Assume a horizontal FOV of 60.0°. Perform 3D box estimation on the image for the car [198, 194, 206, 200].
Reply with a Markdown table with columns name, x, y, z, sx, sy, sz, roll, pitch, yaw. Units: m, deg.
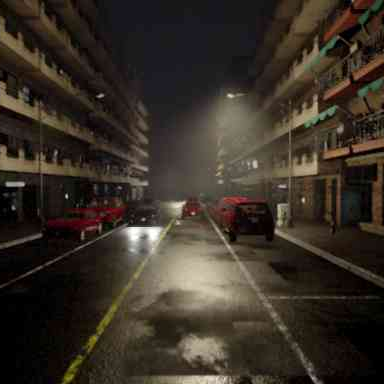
| name | x | y | z | sx | sy | sz | roll | pitch | yaw |
| --- | --- | --- | --- | --- | --- | --- | --- | --- | --- |
| car | 2.669 | 1.298 | 89.993 | 1.967 | 1.590 | 4.097 | -1 | 0 | 0 |

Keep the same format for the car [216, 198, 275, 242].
| name | x | y | z | sx | sy | sz | roll | pitch | yaw |
| --- | --- | --- | --- | --- | --- | --- | --- | --- | --- |
| car | 2.639 | 1.301 | 16.353 | 2.192 | 1.841 | 5.009 | -1 | 0 | 0 |

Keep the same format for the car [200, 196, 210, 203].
| name | x | y | z | sx | sy | sz | roll | pitch | yaw |
| --- | --- | --- | --- | --- | --- | --- | --- | --- | --- |
| car | 2.672 | 1.491 | 67.334 | 1.802 | 1.307 | 4.206 | -1 | 0 | 0 |

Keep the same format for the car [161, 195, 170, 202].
| name | x | y | z | sx | sy | sz | roll | pitch | yaw |
| --- | --- | --- | --- | --- | --- | --- | --- | --- | --- |
| car | -5.708 | 1.448 | 72.942 | 2.008 | 1.369 | 4.403 | -1 | 0 | 0 |

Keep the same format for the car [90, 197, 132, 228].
| name | x | y | z | sx | sy | sz | roll | pitch | yaw |
| --- | --- | --- | --- | --- | --- | --- | --- | --- | --- |
| car | -5.709 | 1.294 | 21.957 | 2.192 | 1.841 | 5.009 | -1 | 0 | 0 |

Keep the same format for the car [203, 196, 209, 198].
| name | x | y | z | sx | sy | sz | roll | pitch | yaw |
| --- | --- | --- | --- | --- | --- | --- | --- | --- | --- |
| car | 2.647 | 1.522 | 39.011 | 1.947 | 1.339 | 4.313 | -1 | 0 | 0 |

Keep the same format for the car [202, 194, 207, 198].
| name | x | y | z | sx | sy | sz | roll | pitch | yaw |
| --- | --- | --- | --- | --- | --- | --- | --- | --- | --- |
| car | 2.675 | 1.495 | 56.004 | 1.947 | 1.339 | 4.313 | -1 | 0 | 0 |

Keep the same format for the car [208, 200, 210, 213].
| name | x | y | z | sx | sy | sz | roll | pitch | yaw |
| --- | --- | --- | --- | --- | --- | --- | --- | --- | --- |
| car | 2.642 | 1.538 | 27.682 | 1.947 | 1.339 | 4.313 | -1 | 0 | 0 |

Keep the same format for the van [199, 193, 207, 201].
| name | x | y | z | sx | sy | sz | roll | pitch | yaw |
| --- | --- | --- | --- | --- | --- | --- | --- | --- | --- |
| van | 2.668 | 1.226 | 78.663 | 1.690 | 1.788 | 3.998 | -1 | 0 | 0 |

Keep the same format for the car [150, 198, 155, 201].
| name | x | y | z | sx | sy | sz | roll | pitch | yaw |
| --- | --- | --- | --- | --- | --- | --- | --- | --- | --- |
| car | -5.706 | 1.513 | 44.618 | 1.947 | 1.339 | 4.313 | -1 | 0 | 0 |

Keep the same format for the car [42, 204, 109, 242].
| name | x | y | z | sx | sy | sz | roll | pitch | yaw |
| --- | --- | --- | --- | --- | --- | --- | --- | --- | --- |
| car | -5.704 | 1.530 | 16.294 | 1.887 | 1.381 | 4.507 | -1 | 0 | 0 |

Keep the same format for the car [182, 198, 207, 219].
| name | x | y | z | sx | sy | sz | roll | pitch | yaw |
| --- | --- | --- | --- | --- | --- | --- | --- | --- | --- |
| car | 0.098 | 1.497 | 28.389 | 1.812 | 1.442 | 4.674 | 0 | 0 | 0 |

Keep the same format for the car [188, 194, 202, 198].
| name | x | y | z | sx | sy | sz | roll | pitch | yaw |
| --- | --- | --- | --- | --- | --- | --- | --- | --- | --- |
| car | 0.096 | 1.449 | 45.862 | 1.837 | 1.490 | 4.892 | 0 | 0 | 0 |

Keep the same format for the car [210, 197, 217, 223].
| name | x | y | z | sx | sy | sz | roll | pitch | yaw |
| --- | --- | --- | --- | --- | --- | --- | --- | --- | --- |
| car | 2.638 | 1.294 | 22.018 | 2.192 | 1.841 | 5.009 | -1 | 0 | 0 |

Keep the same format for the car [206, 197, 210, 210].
| name | x | y | z | sx | sy | sz | roll | pitch | yaw |
| --- | --- | --- | --- | --- | --- | --- | --- | --- | --- |
| car | 2.642 | 1.509 | 33.347 | 1.887 | 1.381 | 4.507 | -1 | 0 | 0 |

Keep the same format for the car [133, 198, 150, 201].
| name | x | y | z | sx | sy | sz | roll | pitch | yaw |
| --- | --- | --- | --- | --- | --- | --- | --- | --- | --- |
| car | -5.706 | 1.509 | 33.287 | 1.887 | 1.381 | 4.507 | -1 | 0 | 0 |

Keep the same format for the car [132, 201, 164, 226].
| name | x | y | z | sx | sy | sz | roll | pitch | yaw |
| --- | --- | --- | --- | --- | --- | --- | --- | --- | --- |
| car | -3.078 | 1.542 | 23.011 | 1.994 | 1.385 | 4.181 | 0 | 0 | 0 |

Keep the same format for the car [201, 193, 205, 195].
| name | x | y | z | sx | sy | sz | roll | pitch | yaw |
| --- | --- | --- | --- | --- | --- | --- | --- | --- | --- |
| car | 2.672 | 1.470 | 61.670 | 2.008 | 1.369 | 4.403 | -1 | 0 | 0 |
